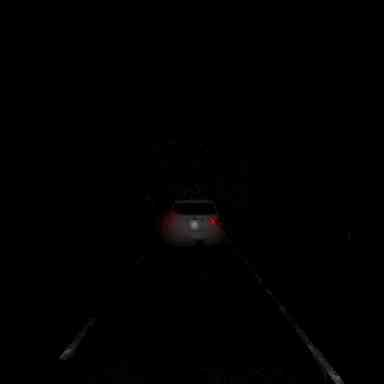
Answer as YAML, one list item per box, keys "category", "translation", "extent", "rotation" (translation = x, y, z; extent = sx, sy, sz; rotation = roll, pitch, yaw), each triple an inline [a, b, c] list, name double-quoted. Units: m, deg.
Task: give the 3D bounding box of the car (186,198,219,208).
- category: "car"
  translation: [1.654, 1.641, 51.927]
  extent: [5.008, 1.535, 1.882]
  rotation: [0, -1, -33]

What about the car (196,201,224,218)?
- category: "car"
  translation: [1.776, 1.627, 31.912]
  extent: [1.812, 1.442, 4.674]
  rotation: [0, 0, 14]

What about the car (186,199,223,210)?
- category: "car"
  translation: [1.853, 1.698, 47.708]
  extent: [5.357, 1.411, 2.033]
  rotation: [0, 0, -43]

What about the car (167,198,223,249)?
- category: "car"
  translation: [0.090, 1.269, 14.821]
  extent: [2.150, 2.045, 5.566]
  rotation: [0, 0, 0]
